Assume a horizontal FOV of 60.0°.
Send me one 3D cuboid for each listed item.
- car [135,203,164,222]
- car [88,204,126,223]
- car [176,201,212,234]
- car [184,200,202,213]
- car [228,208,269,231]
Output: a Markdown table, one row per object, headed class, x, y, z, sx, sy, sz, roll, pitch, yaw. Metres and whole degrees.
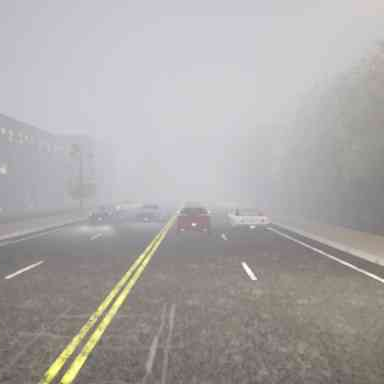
| class | x | y | z | sx | sy | sz | roll | pitch | yaw |
| --- | --- | --- | --- | --- | --- | --- | --- | --- | --- |
| car | -3.342 | 1.599 | 27.052 | 2.033 | 1.411 | 5.357 | 0 | 0 | 0 |
| car | -6.593 | 1.650 | 26.110 | 1.895 | 1.301 | 4.718 | 0 | 0 | 0 |
| car | 0.099 | 1.515 | 19.499 | 1.882 | 1.535 | 5.008 | 0 | 0 | 0 |
| car | 0.099 | 1.671 | 38.447 | 1.895 | 1.301 | 4.718 | 0 | 0 | 0 |
| car | 3.349 | 1.640 | 20.616 | 1.895 | 1.301 | 4.718 | 0 | 0 | 0 |
